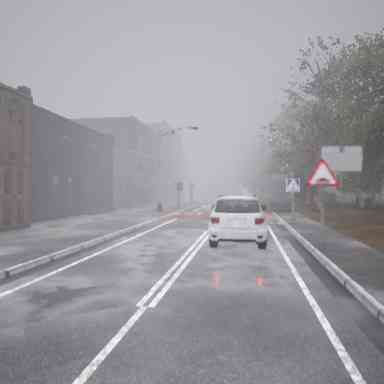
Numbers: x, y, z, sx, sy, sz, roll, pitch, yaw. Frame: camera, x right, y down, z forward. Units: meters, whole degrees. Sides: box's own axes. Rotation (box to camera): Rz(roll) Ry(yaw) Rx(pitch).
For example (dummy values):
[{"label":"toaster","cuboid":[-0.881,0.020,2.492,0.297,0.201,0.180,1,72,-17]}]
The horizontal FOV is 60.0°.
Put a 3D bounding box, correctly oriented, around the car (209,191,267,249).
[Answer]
[{"label":"car","cuboid":[1.996,1.148,14.262,2.150,2.045,5.566,0,1,9]}]
